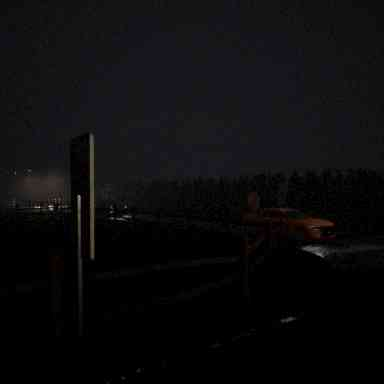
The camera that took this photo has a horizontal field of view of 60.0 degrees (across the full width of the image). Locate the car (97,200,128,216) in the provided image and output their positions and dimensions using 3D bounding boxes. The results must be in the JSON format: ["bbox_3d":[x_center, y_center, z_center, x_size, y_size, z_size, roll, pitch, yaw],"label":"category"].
[{"bbox_3d":[-8.668,1.618,36.085,2.097,1.767,4.553,0,0,-35],"label":"car"}]

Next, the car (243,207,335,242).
[{"bbox_3d":[4.822,1.571,17.139,1.882,1.535,5.008,0,0,-35],"label":"car"}]
